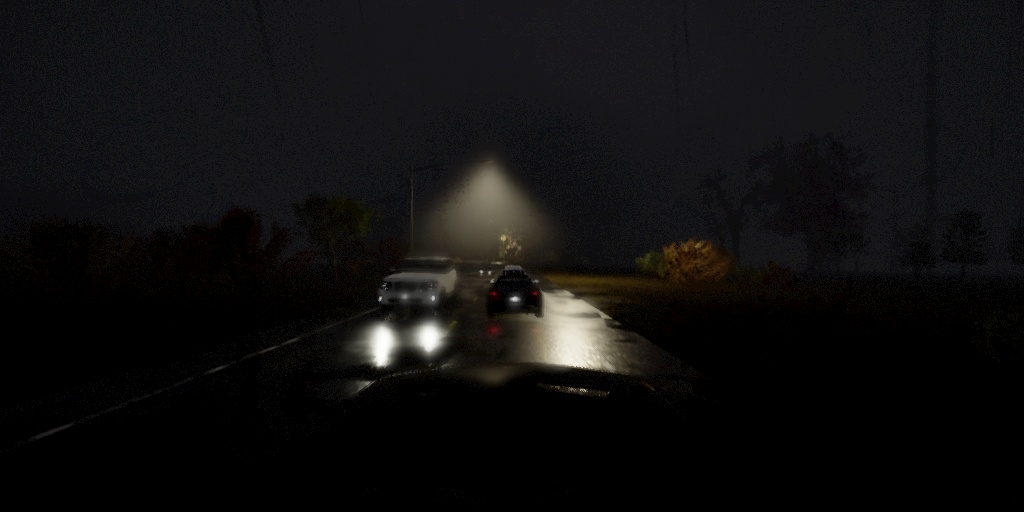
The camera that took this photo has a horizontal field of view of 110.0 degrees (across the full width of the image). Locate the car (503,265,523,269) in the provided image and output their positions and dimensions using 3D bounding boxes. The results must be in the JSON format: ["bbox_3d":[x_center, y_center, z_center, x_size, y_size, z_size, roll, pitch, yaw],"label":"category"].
[{"bbox_3d":[0.099,1.480,32.884,1.895,1.301,4.718,0,0,0],"label":"car"}]

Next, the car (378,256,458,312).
[{"bbox_3d":[-3.598,1.025,14.808,2.150,2.045,5.566,0,0,0],"label":"car"}]

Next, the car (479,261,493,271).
[{"bbox_3d":[-3.964,1.513,55.437,2.033,1.411,5.357,0,0,-1],"label":"car"}]

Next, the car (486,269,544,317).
[{"bbox_3d":[0.102,1.361,13.405,1.994,1.385,4.181,0,0,0],"label":"car"}]
